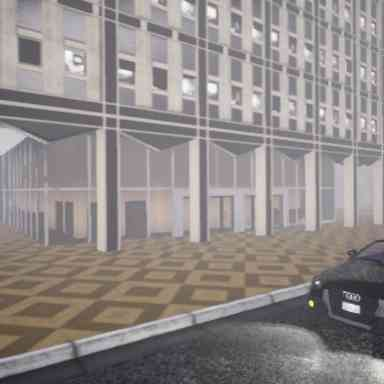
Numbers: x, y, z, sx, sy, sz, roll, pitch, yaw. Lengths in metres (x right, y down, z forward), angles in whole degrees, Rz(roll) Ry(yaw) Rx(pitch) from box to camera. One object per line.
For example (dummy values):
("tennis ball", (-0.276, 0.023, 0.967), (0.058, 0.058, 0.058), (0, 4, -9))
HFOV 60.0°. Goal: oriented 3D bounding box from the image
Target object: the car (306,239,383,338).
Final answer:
("car", (4.074, 1.615, 6.285), (4.181, 1.385, 1.994), (1, 0, -35))
